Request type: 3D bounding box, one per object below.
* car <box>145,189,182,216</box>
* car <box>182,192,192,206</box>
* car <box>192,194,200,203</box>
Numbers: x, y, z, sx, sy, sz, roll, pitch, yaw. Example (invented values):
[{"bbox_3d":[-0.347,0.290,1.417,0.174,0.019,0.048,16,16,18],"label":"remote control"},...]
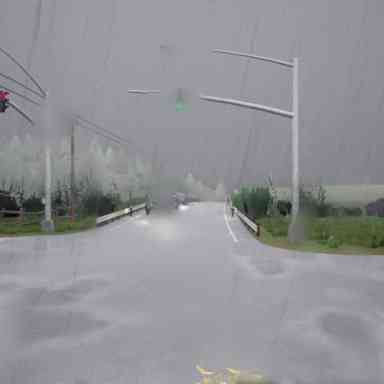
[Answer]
[{"bbox_3d":[-2.483,0.811,28.875,2.150,2.045,5.566,0,3,5],"label":"car"},{"bbox_3d":[-1.531,0.802,39.276,1.837,1.490,4.892,0,0,6],"label":"car"},{"bbox_3d":[0.241,1.070,54.492,2.033,1.411,5.357,0,-2,7],"label":"car"}]
